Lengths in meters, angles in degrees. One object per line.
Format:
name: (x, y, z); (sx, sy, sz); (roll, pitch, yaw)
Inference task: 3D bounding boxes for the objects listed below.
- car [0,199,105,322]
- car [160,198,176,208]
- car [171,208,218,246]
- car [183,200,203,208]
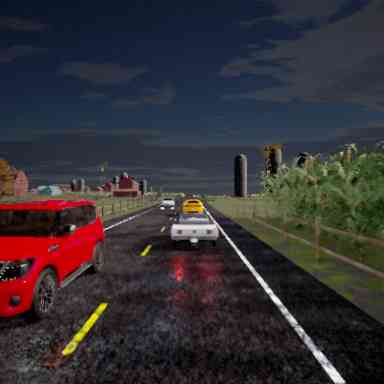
car: (-3.604, 1.225, 7.607); (2.150, 2.045, 5.566); (0, 0, 0)
car: (-3.583, 1.585, 49.962); (1.812, 1.442, 4.674); (0, 0, 0)
car: (0.096, 1.609, 15.311); (1.895, 1.301, 4.718); (0, 0, 0)
car: (0.097, 1.508, 33.712); (1.882, 1.535, 5.008); (0, 0, 0)
